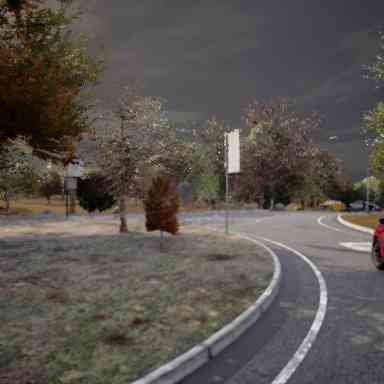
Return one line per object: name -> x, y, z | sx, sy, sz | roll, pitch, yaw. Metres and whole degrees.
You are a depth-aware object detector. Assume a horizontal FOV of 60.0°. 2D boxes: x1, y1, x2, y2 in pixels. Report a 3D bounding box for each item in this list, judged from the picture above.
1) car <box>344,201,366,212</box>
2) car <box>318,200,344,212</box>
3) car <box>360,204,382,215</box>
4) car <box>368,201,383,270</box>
car -> 21.758, 1.868, 42.429 | 4.902, 1.511, 2.128 | 4, -3, -44
car -> 18.801, 1.843, 44.744 | 5.008, 1.535, 1.882 | 4, -3, -44
car -> 29.838, 2.894, 55.330 | 4.892, 1.490, 1.837 | 6, -4, -43
car -> 5.763, 1.181, 7.483 | 2.150, 2.045, 5.566 | 0, 0, 17
